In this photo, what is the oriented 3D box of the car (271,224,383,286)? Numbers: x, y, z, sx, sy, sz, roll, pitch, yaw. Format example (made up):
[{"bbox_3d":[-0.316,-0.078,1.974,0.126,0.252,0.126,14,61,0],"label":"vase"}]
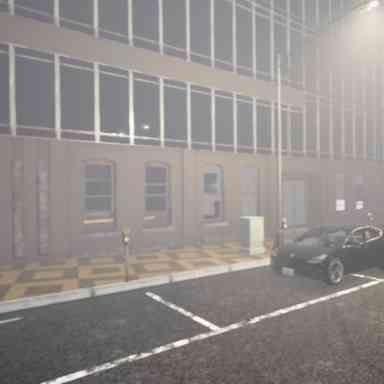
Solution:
[{"bbox_3d":[4.162,1.614,9.553,4.313,1.339,1.947,0,-1,-36],"label":"car"}]
